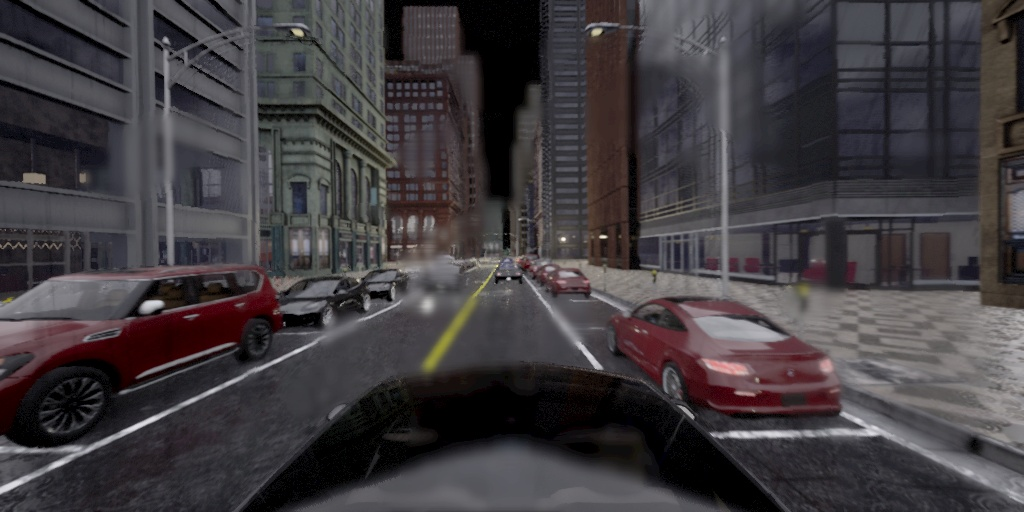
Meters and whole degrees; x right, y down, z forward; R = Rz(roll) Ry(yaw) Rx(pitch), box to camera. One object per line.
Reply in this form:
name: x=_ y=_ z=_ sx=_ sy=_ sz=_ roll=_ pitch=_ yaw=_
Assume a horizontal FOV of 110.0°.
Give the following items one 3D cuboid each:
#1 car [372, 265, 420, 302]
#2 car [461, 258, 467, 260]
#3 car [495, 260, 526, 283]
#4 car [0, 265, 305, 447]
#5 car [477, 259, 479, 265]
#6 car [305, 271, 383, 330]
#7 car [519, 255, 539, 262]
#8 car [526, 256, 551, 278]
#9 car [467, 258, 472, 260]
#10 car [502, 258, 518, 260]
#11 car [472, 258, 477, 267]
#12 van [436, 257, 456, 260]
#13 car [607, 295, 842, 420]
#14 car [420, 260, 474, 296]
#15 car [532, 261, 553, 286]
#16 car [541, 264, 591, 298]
car: x=-5.929 y=1.275 z=16.770 sx=1.948 sy=1.339 sz=4.313 roll=0 pitch=0 yaw=-1
car: x=-6.312 y=1.085 z=39.143 sx=1.751 sy=1.417 sz=4.829 roll=0 pitch=0 yaw=-1
car: x=-0.241 y=1.184 z=25.591 sx=1.895 sy=1.301 sz=4.718 roll=-1 pitch=0 yaw=-1
car: x=-5.736 y=1.102 z=5.499 sx=2.192 sy=1.841 sz=5.009 roll=0 pitch=0 yaw=-1
car: x=-6.604 y=1.023 z=56.219 sx=1.948 sy=1.339 sz=4.313 roll=0 pitch=0 yaw=-1
car: x=-5.833 y=1.314 z=11.135 sx=1.948 sy=1.339 sz=4.313 roll=0 pitch=0 yaw=-1
car: x=2.208 y=0.777 z=39.461 sx=2.192 sy=1.841 sz=5.009 roll=0 pitch=0 yaw=-1
car: x=2.401 y=0.975 z=28.191 sx=1.967 sy=1.591 sz=4.097 roll=0 pitch=0 yaw=-1
car: x=-6.411 y=1.107 z=44.948 sx=1.802 sy=1.307 sz=4.207 roll=0 pitch=0 yaw=-1
car: x=-0.551 y=0.989 z=44.216 sx=1.812 sy=1.442 sz=4.674 roll=-1 pitch=0 yaw=-1
car: x=-6.508 y=1.056 z=50.584 sx=1.948 sy=1.339 sz=4.313 roll=0 pitch=0 yaw=-1
van: x=-6.218 y=0.937 z=33.677 sx=1.690 sy=1.789 sz=3.998 roll=0 pitch=0 yaw=-1
car: x=2.787 y=1.272 z=5.650 sx=1.802 sy=1.307 sz=4.207 roll=0 pitch=0 yaw=-1
car: x=-3.302 y=1.169 z=18.900 sx=1.837 sy=1.490 sz=4.892 roll=-1 pitch=0 yaw=-1
car: x=2.497 y=1.155 z=22.557 sx=1.802 sy=1.307 sz=4.207 roll=0 pitch=0 yaw=-1
car: x=2.594 y=1.194 z=16.921 sx=1.802 sy=1.307 sz=4.207 roll=0 pitch=0 yaw=-1
